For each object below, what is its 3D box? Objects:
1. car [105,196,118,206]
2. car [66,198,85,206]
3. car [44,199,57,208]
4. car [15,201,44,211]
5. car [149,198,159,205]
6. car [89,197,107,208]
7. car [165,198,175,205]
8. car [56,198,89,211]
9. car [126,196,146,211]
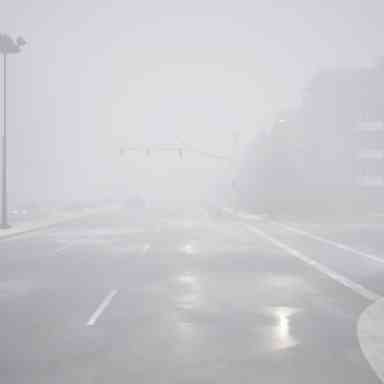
[{"bbox_3d":[-16.177,1.719,65.782,2.150,2.045,5.566,0,0,0],"label":"car"},{"bbox_3d":[-23.163,1.979,66.269,1.882,1.535,5.008,0,0,0],"label":"car"},{"bbox_3d":[-23.225,1.929,56.027,1.837,1.490,4.892,0,0,1],"label":"car"},{"bbox_3d":[-23.216,1.921,47.035,1.994,1.385,4.181,0,0,0],"label":"car"},{"bbox_3d":[-8.142,2.067,71.925,1.812,1.442,4.674,0,0,0],"label":"car"},{"bbox_3d":[-16.238,1.966,55.395,2.033,1.411,5.357,0,0,1],"label":"car"},{"bbox_3d":[-4.626,2.050,70.825,2.128,1.511,4.902,0,0,0],"label":"car"},{"bbox_3d":[-16.226,1.836,45.539,2.128,1.511,4.902,0,0,0],"label":"car"},{"bbox_3d":[-8.079,1.584,47.993,2.150,2.045,5.566,0,0,0],"label":"car"}]
